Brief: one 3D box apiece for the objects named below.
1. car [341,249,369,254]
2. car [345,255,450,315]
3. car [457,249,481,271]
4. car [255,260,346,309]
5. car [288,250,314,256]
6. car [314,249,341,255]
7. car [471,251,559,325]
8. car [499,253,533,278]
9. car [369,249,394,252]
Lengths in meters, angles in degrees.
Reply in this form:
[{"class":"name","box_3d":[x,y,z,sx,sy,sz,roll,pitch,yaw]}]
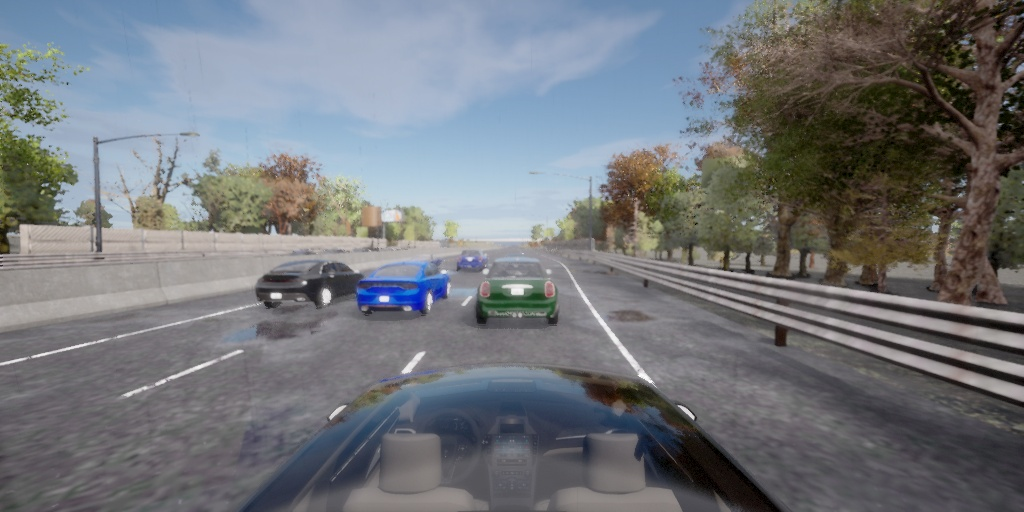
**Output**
[{"class":"car","box_3d":[-20.611,-0.235,48.387,1.837,1.490,4.892,0,1,1]},{"class":"car","box_3d":[-3.323,0.898,11.906,1.882,1.535,5.008,0,2,1]},{"class":"car","box_3d":[-3.144,0.228,29.150,2.097,1.767,4.553,0,2,1]},{"class":"car","box_3d":[-6.810,0.887,12.830,1.837,1.490,4.892,0,1,1]},{"class":"car","box_3d":[-27.599,-0.151,47.229,1.994,1.385,4.181,0,2,0]},{"class":"car","box_3d":[-24.109,-0.239,48.385,1.837,1.490,4.892,0,1,1]},{"class":"car","box_3d":[0.160,0.811,10.774,2.097,1.767,4.553,0,2,1]},{"class":"car","box_3d":[0.292,0.572,24.540,2.033,1.411,5.357,0,2,1]},{"class":"car","box_3d":[-17.114,-0.231,48.395,1.837,1.490,4.892,0,1,1]}]
